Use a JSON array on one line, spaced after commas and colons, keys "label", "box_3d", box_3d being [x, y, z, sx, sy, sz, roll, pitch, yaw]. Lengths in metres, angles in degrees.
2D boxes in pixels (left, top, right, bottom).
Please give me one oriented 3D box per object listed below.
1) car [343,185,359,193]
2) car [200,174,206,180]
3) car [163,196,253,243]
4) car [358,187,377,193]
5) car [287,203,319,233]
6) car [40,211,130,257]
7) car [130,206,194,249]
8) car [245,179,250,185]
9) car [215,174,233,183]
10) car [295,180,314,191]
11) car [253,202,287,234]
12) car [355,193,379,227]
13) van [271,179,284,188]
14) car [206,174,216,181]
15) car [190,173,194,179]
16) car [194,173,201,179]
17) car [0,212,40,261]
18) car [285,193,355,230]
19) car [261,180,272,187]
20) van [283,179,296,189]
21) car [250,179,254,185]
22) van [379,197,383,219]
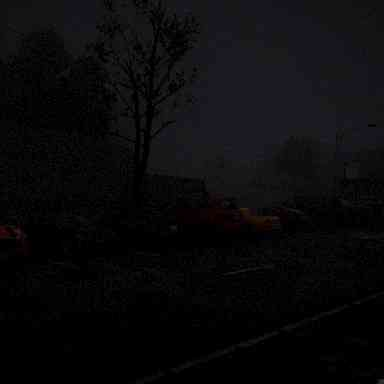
[{"label": "car", "box_3d": [27.768, -0.424, 57.771, 2.435, 2.045, 5.566, 7, 3, 35]}, {"label": "car", "box_3d": [5.127, -3.848, 89.709, 2.185, 1.767, 4.553, 6, 3, 34]}, {"label": "car", "box_3d": [-0.191, 1.249, 16.430, 5.566, 2.045, 2.435, -1, -1, 34]}, {"label": "car", "box_3d": [29.462, 0.138, 55.301, 2.002, 1.452, 4.674, 7, 3, 35]}, {"label": "car", "box_3d": [4.731, 1.550, 19.892, 4.674, 1.452, 2.002, -1, -1, 35]}, {"label": "car", "box_3d": [-5.051, 1.495, 12.932, 4.892, 1.521, 2.231, -1, -1, 34]}, {"label": "car", "box_3d": [-2.633, 1.526, 14.682, 4.792, 1.488, 2.163, -1, -1, 34]}, {"label": "car", "box_3d": [13.894, -2.315, 77.486, 2.002, 1.452, 4.674, 7, 3, 35]}, {"label": "car", "box_3d": [8.779, -3.174, 84.989, 1.946, 1.575, 5.366, 7, 3, 34]}, {"label": "car", "box_3d": [22.547, -0.990, 65.150, 2.231, 1.521, 4.892, 7, 3, 35]}, {"label": "car", "box_3d": [2.126, 1.504, 18.261, 5.366, 1.575, 1.946, -1, -1, 34]}, {"label": "car", "box_3d": [9.667, 1.269, 23.361, 5.566, 2.045, 2.435, -1, -1, 35]}, {"label": "van", "box_3d": [19.052, -1.762, 69.979, 1.878, 1.987, 4.442, 7, 4, 35]}, {"label": "car", "box_3d": [6.924, -3.697, 87.246, 2.435, 2.045, 5.566, 7, 3, 34]}, {"label": "car", "box_3d": [1.619, -4.360, 94.522, 2.435, 2.045, 5.566, 1, -1, 34]}, {"label": "car", "box_3d": [3.394, -4.083, 92.177, 2.185, 1.767, 4.553, 4, 1, 33]}, {"label": "car", "box_3d": [-7.515, 1.367, 11.203, 4.553, 1.767, 2.185, -1, -1, 34]}, {"label": "car", "box_3d": [7.156, 1.264, 21.653, 5.566, 2.045, 2.435, -1, -1, 35]}, {"label": "car", "box_3d": [17.474, -1.810, 72.708, 1.946, 1.575, 5.366, 7, 3, 35]}, {"label": "van", "box_3d": [20.784, -1.489, 67.510, 1.878, 1.987, 4.442, 7, 4, 35]}, {"label": "car", "box_3d": [15.640, -2.041, 75.026, 2.002, 1.452, 4.674, 7, 3, 35]}, {"label": "van", "box_3d": [12.203, 1.298, 25.034, 4.442, 1.987, 1.878, -1, -1, 35]}]
